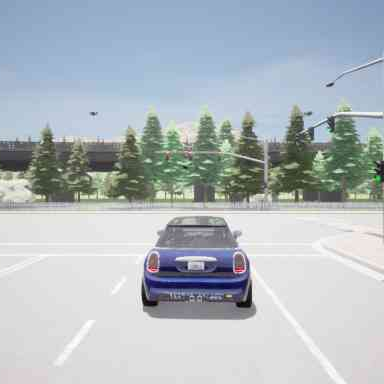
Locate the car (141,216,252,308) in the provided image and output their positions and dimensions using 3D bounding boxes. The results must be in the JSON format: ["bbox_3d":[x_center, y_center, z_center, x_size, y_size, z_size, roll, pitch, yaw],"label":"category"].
[{"bbox_3d":[0.167,1.352,8.127,2.097,1.767,4.553,0,0,3],"label":"car"}]
